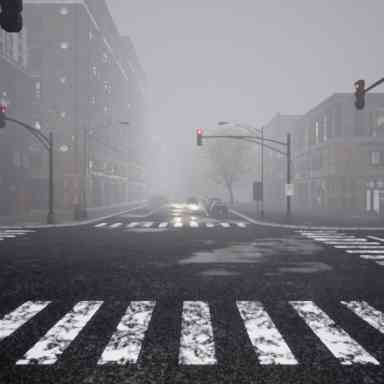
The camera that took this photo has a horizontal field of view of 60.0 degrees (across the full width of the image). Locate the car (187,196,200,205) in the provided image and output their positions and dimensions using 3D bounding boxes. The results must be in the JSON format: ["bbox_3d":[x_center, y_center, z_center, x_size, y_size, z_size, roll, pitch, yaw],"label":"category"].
[{"bbox_3d":[0.065,1.556,60.401,1.882,1.535,5.008,0,0,0],"label":"car"}]

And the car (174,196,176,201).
[{"bbox_3d":[-5.597,1.687,90.434,1.752,1.417,4.829,0,0,0],"label":"car"}]

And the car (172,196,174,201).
[{"bbox_3d":[-5.614,1.663,73.513,2.008,1.369,4.403,0,0,0],"label":"car"}]

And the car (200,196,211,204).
[{"bbox_3d":[2.760,1.537,67.806,1.967,1.590,4.097,0,0,0],"label":"car"}]

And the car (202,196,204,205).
[{"bbox_3d":[2.737,1.488,45.019,1.967,1.590,4.097,0,0,0],"label":"car"}]

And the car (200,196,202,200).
[{"bbox_3d":[2.755,1.633,62.109,2.008,1.369,4.403,0,0,0],"label":"car"}]

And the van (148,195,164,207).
[{"bbox_3d":[-5.638,1.399,50.726,1.690,1.788,3.998,0,0,0],"label":"van"}]

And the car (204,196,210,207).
[{"bbox_3d":[2.731,1.479,39.323,1.967,1.590,4.097,0,0,0],"label":"car"}]

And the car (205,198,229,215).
[{"bbox_3d":[2.725,1.580,33.625,2.008,1.369,4.403,0,0,0],"label":"car"}]

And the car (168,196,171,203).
[{"bbox_3d":[-5.626,1.397,62.120,2.192,1.841,5.009,0,0,0],"label":"car"}]

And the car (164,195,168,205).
[{"bbox_3d":[-5.632,1.651,56.423,1.802,1.307,4.206,0,0,0],"label":"car"}]

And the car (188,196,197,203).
[{"bbox_3d":[0.075,1.540,70.818,1.812,1.442,4.674,0,0,0],"label":"car"}]
